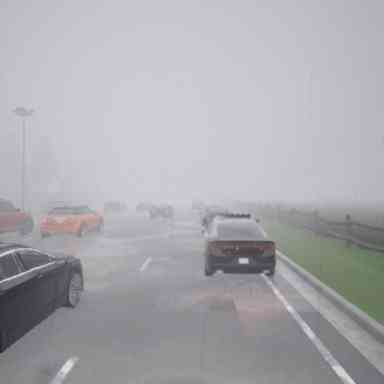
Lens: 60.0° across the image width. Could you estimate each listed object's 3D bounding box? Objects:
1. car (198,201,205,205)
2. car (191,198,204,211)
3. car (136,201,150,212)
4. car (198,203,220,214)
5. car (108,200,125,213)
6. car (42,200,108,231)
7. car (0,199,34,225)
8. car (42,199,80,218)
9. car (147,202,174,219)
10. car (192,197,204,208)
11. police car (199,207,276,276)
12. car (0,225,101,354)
[{"bbox_3d":[1.575,1.716,26.649,1.812,1.442,4.674,0,0,1],"label":"car"},{"bbox_3d":[0.881,1.902,46.858,1.994,1.385,4.181,0,0,2],"label":"car"},{"bbox_3d":[-6.101,1.858,43.580,1.812,1.442,4.674,0,-1,1],"label":"car"},{"bbox_3d":[1.477,1.653,20.650,1.837,1.490,4.892,0,0,1],"label":"car"},{"bbox_3d":[-9.633,1.831,41.622,1.837,1.490,4.892,0,-1,1],"label":"car"},{"bbox_3d":[-6.509,1.505,18.582,2.097,1.767,4.553,0,0,1],"label":"car"},{"bbox_3d":[-10.041,1.366,16.419,2.150,2.045,5.566,0,0,1],"label":"car"},{"bbox_3d":[-13.257,1.632,33.963,2.097,1.767,4.553,0,0,1],"label":"car"},{"bbox_3d":[-2.785,1.839,31.737,1.895,1.301,4.718,0,0,1],"label":"car"},{"bbox_3d":[1.049,1.776,58.768,2.097,1.767,4.553,0,0,1],"label":"car"},{"bbox_3d":[1.314,1.501,10.729,1.930,1.638,5.238,0,0,1],"label":"police car"},{"bbox_3d":[-3.255,1.537,5.164,2.128,1.511,4.902,0,-1,1],"label":"car"}]
